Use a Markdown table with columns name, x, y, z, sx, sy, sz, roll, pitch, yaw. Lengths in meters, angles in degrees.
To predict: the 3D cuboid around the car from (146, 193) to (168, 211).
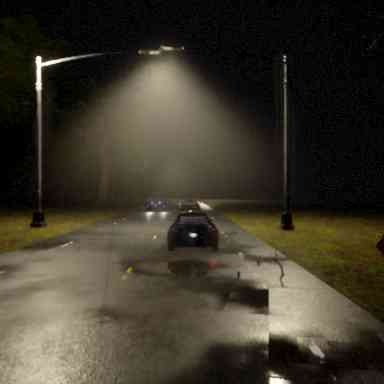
| name | x | y | z | sx | sy | sz | roll | pitch | yaw |
| --- | --- | --- | --- | --- | --- | --- | --- | --- | --- |
| car | -4.070 | 1.139 | 39.291 | 2.150 | 2.045 | 5.566 | 0 | 0 | -1 |

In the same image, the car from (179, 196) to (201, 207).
| name | x | y | z | sx | sy | sz | roll | pitch | yaw |
| --- | --- | --- | --- | --- | --- | --- | --- | --- | --- |
| car | -0.200 | 1.443 | 31.356 | 1.837 | 1.490 | 4.892 | 0 | 0 | -1 |

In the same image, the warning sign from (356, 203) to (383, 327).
| name | x | y | z | sx | sy | sz | roll | pitch | yaw |
| --- | --- | --- | --- | --- | --- | --- | --- | --- | --- |
| warning sign | 3.527 | 1.106 | 5.245 | 1.300 | 1.860 | 1.060 | -2 | -1 | 0 |

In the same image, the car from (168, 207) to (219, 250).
| name | x | y | z | sx | sy | sz | roll | pitch | yaw |
| --- | --- | --- | --- | --- | --- | --- | --- | --- | --- |
| car | 0.034 | 1.537 | 14.165 | 1.994 | 1.385 | 4.181 | 0 | 0 | 0 |
